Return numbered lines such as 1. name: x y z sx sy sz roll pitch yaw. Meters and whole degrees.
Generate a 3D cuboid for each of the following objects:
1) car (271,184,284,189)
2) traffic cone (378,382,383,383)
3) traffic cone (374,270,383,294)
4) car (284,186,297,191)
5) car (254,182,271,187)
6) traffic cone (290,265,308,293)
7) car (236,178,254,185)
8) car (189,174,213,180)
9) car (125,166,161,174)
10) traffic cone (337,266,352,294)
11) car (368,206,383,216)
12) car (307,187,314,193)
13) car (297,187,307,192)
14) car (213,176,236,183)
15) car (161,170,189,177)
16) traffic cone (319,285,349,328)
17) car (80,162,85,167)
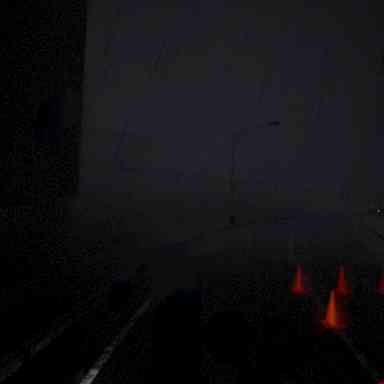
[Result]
1. car: 17.425 -0.981 72.304 4.674 1.452 2.002 5 -5 -44
2. traffic cone: 2.405 2.012 3.833 0.340 0.580 0.340 1 0 2
3. traffic cone: 4.514 2.057 7.779 0.340 0.580 0.340 1 0 1
4. car: 21.255 -0.664 76.127 2.231 1.521 4.892 -3 -6 45
5. car: 13.443 -1.347 68.499 4.792 1.488 2.163 5 -5 -43
6. traffic cone: 2.517 2.028 7.832 0.340 0.580 0.340 1 0 2
7. car: 9.239 -1.868 64.640 4.553 1.767 2.185 5 -5 -41
8. car: 0.850 -2.396 57.432 4.674 1.452 2.002 4 -5 -39
9. car: -7.824 -3.084 50.592 4.892 1.521 2.231 4 -5 -38
10. traffic cone: 3.516 2.042 7.808 0.340 0.580 0.340 1 0 1
11. car: 28.388 2.791 50.030 5.008 1.535 1.882 2 -4 -37
12. car: 28.950 -0.108 84.314 2.435 2.045 5.566 -2 -6 43
13. car: 25.149 -0.398 80.195 2.185 1.767 4.553 -2 -6 44
14. car: 5.091 -2.091 60.996 5.008 1.535 2.097 5 -5 -40
15. car: -3.466 -2.772 53.964 4.892 1.521 2.231 4 -5 -38
16. traffic cone: 2.461 2.018 5.833 0.340 0.580 0.340 1 0 2
17. car: -16.473 -3.804 43.927 4.553 1.767 2.185 4 -5 -38
